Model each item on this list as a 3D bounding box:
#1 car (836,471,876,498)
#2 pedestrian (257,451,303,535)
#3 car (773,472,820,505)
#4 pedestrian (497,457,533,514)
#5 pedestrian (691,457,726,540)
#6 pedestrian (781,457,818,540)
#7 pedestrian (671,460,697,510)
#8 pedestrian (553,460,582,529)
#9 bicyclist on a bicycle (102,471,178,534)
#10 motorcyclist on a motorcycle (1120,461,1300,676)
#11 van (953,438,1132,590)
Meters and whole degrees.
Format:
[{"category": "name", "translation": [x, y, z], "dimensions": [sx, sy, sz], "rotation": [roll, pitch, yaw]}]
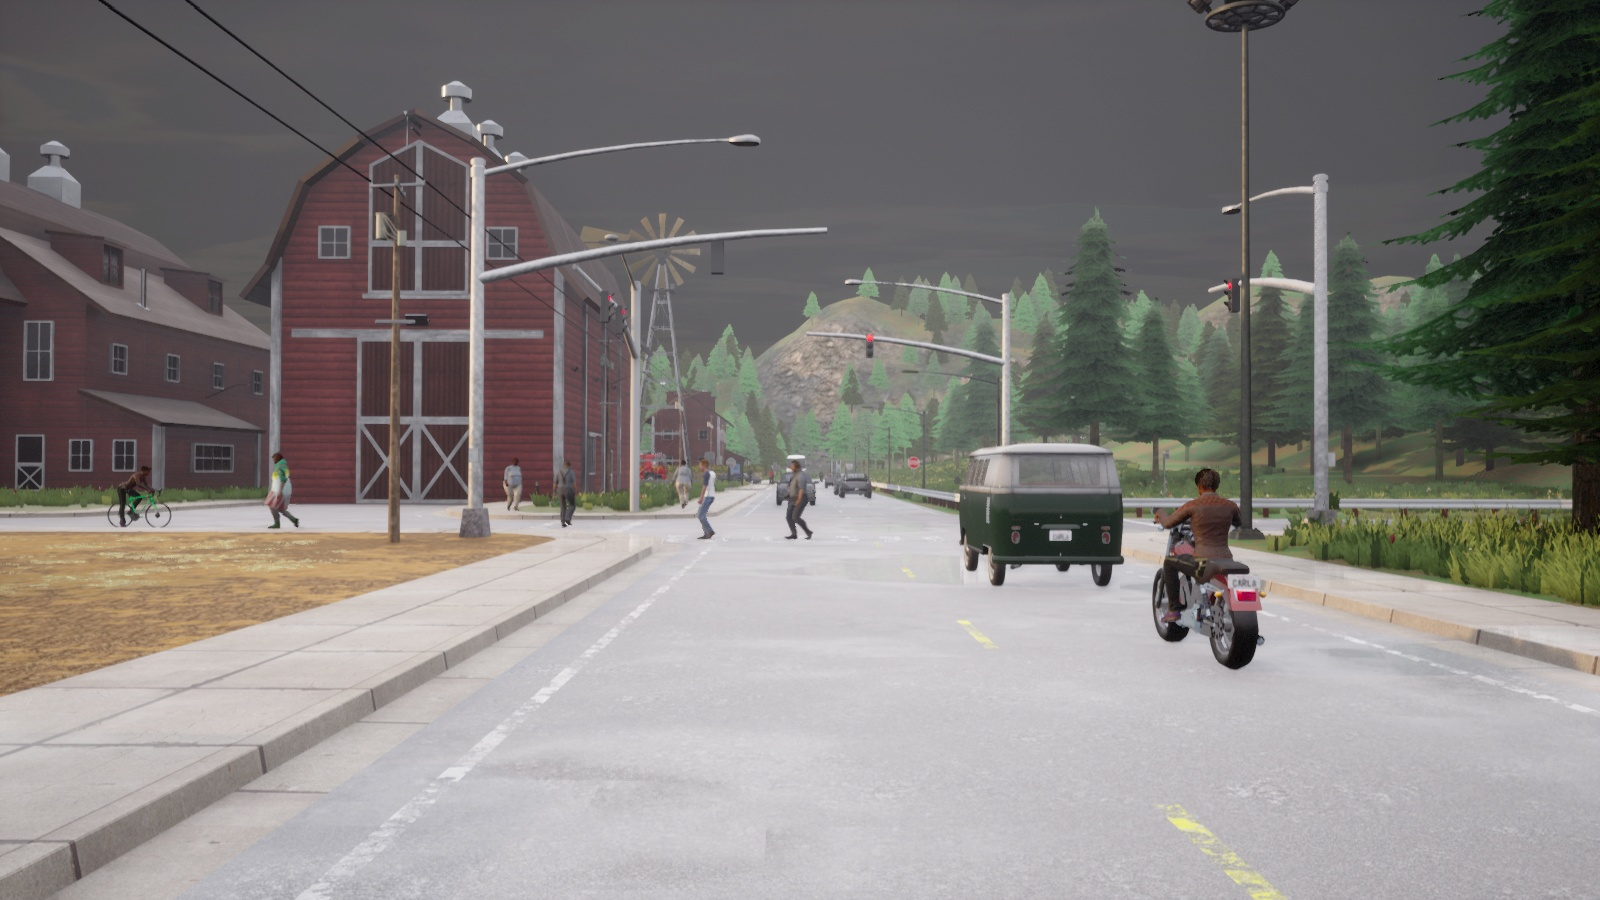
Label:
[{"category": "car", "translation": [3.296, 2.040, 75.126], "dimensions": [2.128, 1.511, 4.902], "rotation": [0, -1, 0]}, {"category": "pedestrian", "translation": [-12.164, 1.001, 29.384], "dimensions": [0.873, 1.952, 0.659], "rotation": [0, -1, -9]}, {"category": "car", "translation": [-0.161, 1.778, 58.941], "dimensions": [2.128, 1.511, 4.902], "rotation": [0, -1, 0]}, {"category": "pedestrian", "translation": [-9.342, 1.154, 41.174], "dimensions": [0.874, 1.855, 0.900], "rotation": [0, -1, -35]}, {"category": "pedestrian", "translation": [-2.050, 1.083, 28.155], "dimensions": [0.706, 1.836, 0.354], "rotation": [0, -1, 13]}, {"category": "pedestrian", "translation": [-0.016, 1.076, 28.062], "dimensions": [0.694, 1.848, 0.540], "rotation": [0, -1, -17]}, {"category": "pedestrian", "translation": [-4.328, 1.289, 46.963], "dimensions": [0.874, 1.855, 0.900], "rotation": [0, -1, 0]}, {"category": "pedestrian", "translation": [-6.246, 1.191, 33.750], "dimensions": [0.540, 1.848, 0.694], "rotation": [0, -1, 11]}, {"category": "bicyclist on a bicycle", "translation": [-17.055, 1.355, 32.458], "dimensions": [1.656, 1.620, 0.582], "rotation": [0, 0, -1]}, {"category": "motorcyclist on a motorcycle", "translation": [3.470, 0.937, 10.880], "dimensions": [0.766, 1.649, 2.350], "rotation": [0, -1, 0]}, {"category": "van", "translation": [3.447, 0.872, 18.650], "dimensions": [1.775, 1.987, 4.442], "rotation": [0, -1, 0]}]
